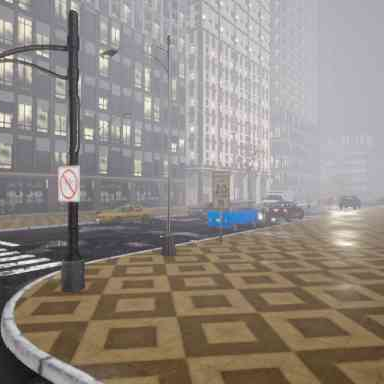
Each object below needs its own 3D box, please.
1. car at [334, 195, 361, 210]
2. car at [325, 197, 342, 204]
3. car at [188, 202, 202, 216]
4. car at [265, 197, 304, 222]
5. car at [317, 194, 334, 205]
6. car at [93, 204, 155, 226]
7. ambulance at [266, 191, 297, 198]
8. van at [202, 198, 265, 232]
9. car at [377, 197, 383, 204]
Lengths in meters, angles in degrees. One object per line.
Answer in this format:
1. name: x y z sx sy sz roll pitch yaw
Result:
1. car: 21.181 1.368 44.520 2.192 1.841 5.009 0 0 38
2. car: 28.547 1.624 66.951 2.008 1.369 4.403 0 0 38
3. car: 1.343 1.604 31.722 1.802 1.307 4.206 0 0 38
4. car: 7.580 1.472 26.905 1.967 1.590 4.097 0 0 38
5. car: 25.147 1.381 62.548 2.192 1.841 5.009 0 0 38
6. car: -4.777 1.540 24.009 1.752 1.417 4.829 0 0 38
7. ambulance: 10.215 1.063 39.013 2.351 2.431 6.366 0 0 38
8. van: 2.607 1.368 20.284 1.690 1.788 3.998 0 0 38
9. car: 38.183 1.658 66.537 1.947 1.339 4.313 0 0 38
